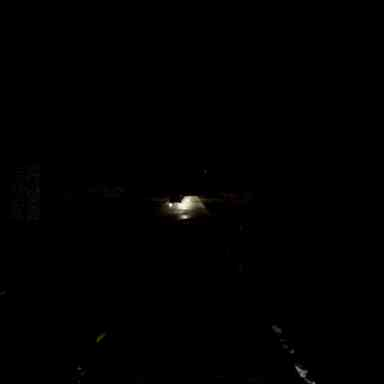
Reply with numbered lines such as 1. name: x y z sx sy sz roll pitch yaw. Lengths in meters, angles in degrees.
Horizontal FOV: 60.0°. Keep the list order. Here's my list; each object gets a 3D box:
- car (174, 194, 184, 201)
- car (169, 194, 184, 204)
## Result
1. car: -2.768 1.115 71.434 1.994 1.385 4.181 0 0 0
2. car: -2.765 1.235 56.827 1.882 1.535 5.008 0 2 0
